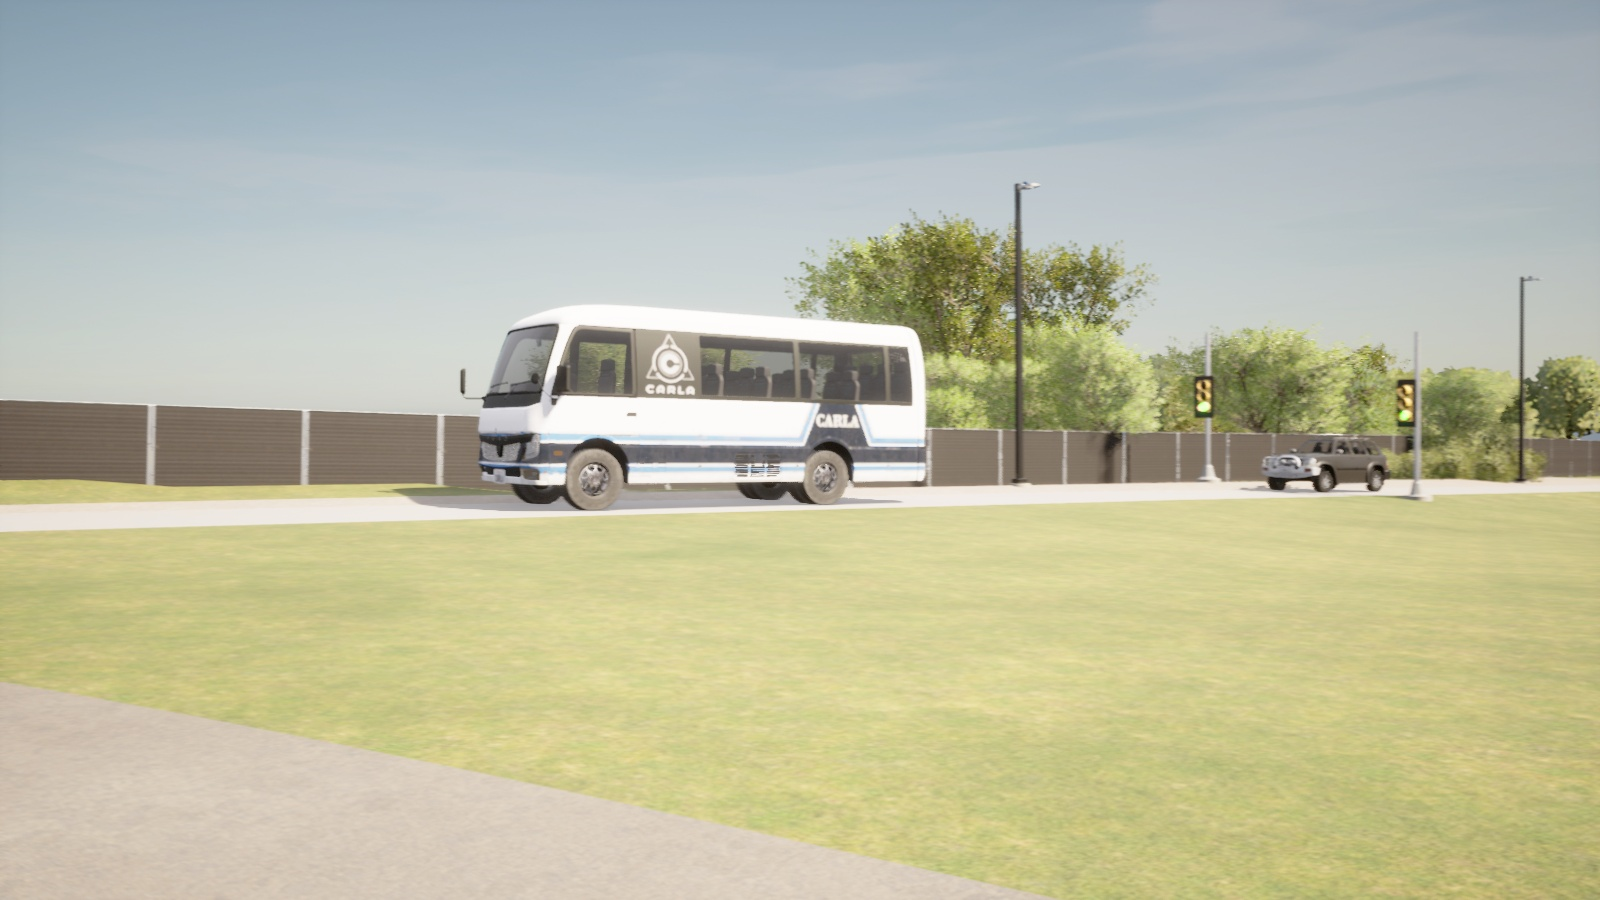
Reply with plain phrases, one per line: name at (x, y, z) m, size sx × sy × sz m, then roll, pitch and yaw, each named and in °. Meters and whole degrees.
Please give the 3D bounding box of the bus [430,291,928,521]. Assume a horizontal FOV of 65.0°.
bus at (-2.428, -0.866, 27.713) m, size 10.273 × 4.253 × 3.944 m, roll -1°, pitch 1°, yaw -34°

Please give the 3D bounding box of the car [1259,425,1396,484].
car at (17.282, 0.119, 41.074) m, size 4.605 × 1.855 × 1.932 m, roll -1°, pitch 1°, yaw -34°
